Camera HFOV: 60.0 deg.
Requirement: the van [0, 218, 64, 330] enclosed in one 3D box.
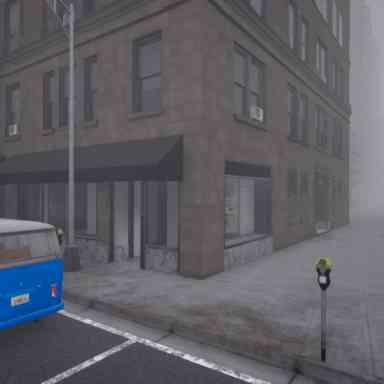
[{"bbox_3d":[-4.024,1.340,5.949,3.998,1.788,1.690,0,0,36],"label":"van"}]
